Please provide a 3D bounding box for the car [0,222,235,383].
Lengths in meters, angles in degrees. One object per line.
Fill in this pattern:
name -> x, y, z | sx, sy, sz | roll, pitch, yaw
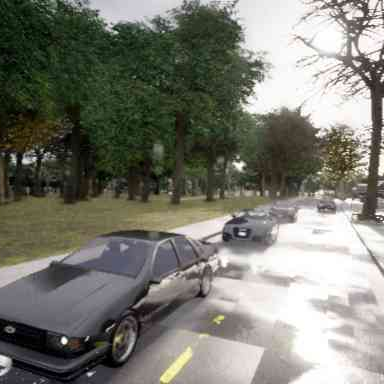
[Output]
car -> -0.998, 1.438, 6.008 | 2.033, 1.411, 5.357 | 3, 1, 22

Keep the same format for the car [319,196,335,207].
car -> 19.520, 1.357, 47.960 | 1.994, 1.385, 4.181 | 3, 2, 22

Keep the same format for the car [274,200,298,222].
car -> 7.150, 1.402, 25.703 | 1.812, 1.442, 4.674 | 3, 2, 23

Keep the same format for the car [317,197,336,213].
car -> 15.040, 1.499, 37.120 | 1.895, 1.301, 4.718 | 3, 2, 22

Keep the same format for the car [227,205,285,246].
car -> 2.783, 1.496, 15.171 | 1.994, 1.385, 4.181 | 3, 1, 22
